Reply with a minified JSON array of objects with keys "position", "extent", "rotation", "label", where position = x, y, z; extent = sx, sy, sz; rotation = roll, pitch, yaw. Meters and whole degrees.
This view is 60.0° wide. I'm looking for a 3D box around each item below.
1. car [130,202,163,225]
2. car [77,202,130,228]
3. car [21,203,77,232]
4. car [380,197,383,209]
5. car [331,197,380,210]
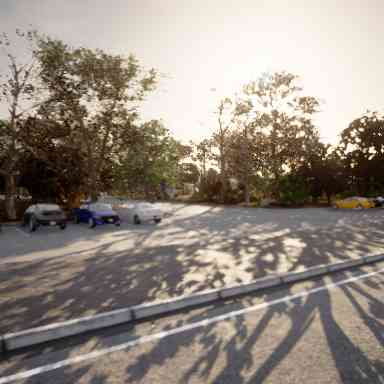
[{"position":[-3.751,1.467,23.853],"extent":[2.002,1.452,4.674],"rotation":[0,0,-35],"label":"car"},{"position":[-6.320,1.433,22.033],"extent":[2.097,1.535,5.008],"rotation":[0,0,-35],"label":"car"},{"position":[-8.980,1.441,20.125],"extent":[2.231,1.521,4.892],"rotation":[0,0,-35],"label":"car"},{"position":[23.984,1.386,43.613],"extent":[2.097,1.535,5.008],"rotation":[0,0,-35],"label":"car"},{"position":[19.454,1.377,40.374],"extent":[2.097,1.535,5.008],"rotation":[0,0,-35],"label":"car"}]
